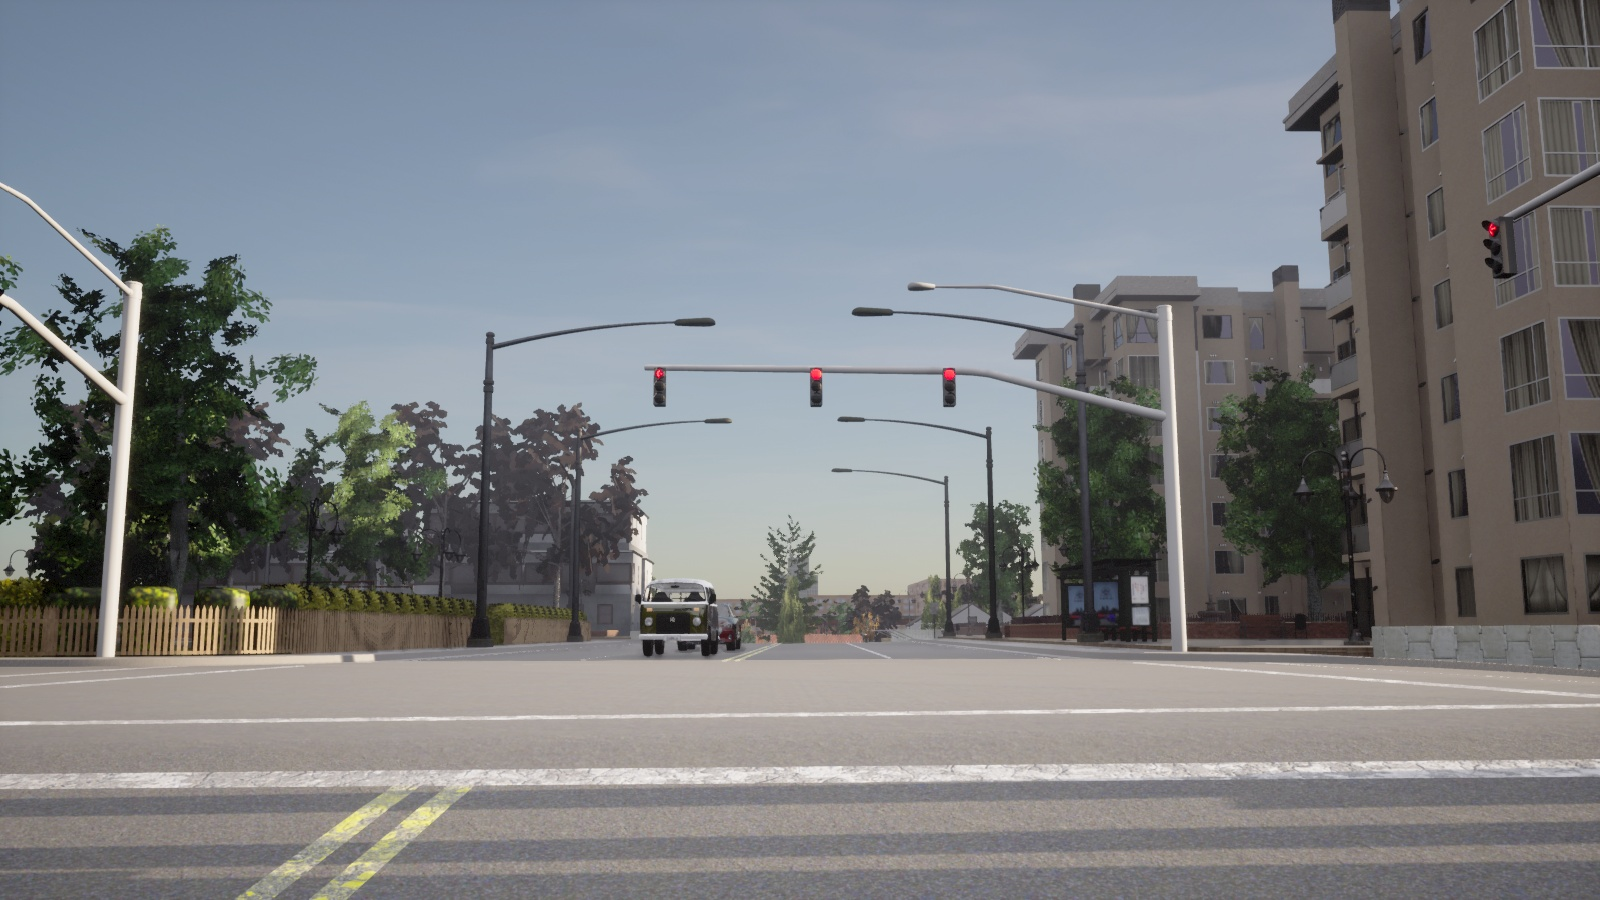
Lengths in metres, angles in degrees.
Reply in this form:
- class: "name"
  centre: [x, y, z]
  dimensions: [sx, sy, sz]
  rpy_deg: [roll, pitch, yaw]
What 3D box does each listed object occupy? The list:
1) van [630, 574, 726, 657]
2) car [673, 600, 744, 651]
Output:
- class: "van"
  centre: [-3.165, 4.443, 33.519]
  dimensions: [2.069, 2.038, 4.480]
  rpy_deg: [0, -8, 1]
- class: "car"
  centre: [-3.070, 6.025, 43.031]
  dimensions: [2.033, 1.649, 4.856]
  rpy_deg: [0, -8, 0]
